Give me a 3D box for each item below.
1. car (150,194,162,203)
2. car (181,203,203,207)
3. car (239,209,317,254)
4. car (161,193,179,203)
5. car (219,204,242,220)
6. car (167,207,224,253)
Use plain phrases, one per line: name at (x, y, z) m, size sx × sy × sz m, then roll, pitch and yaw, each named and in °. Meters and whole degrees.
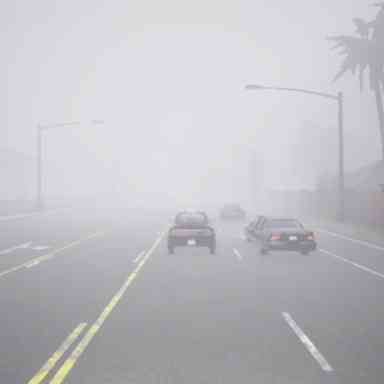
car at (-7.674, 1.366, 75.919) m, size 2.150 × 2.045 × 5.566 m, roll 0°, pitch 0°, yaw 17°
car at (-0.036, 1.671, 29.378) m, size 1.812 × 1.442 × 4.674 m, roll 0°, pitch 0°, yaw 0°
car at (3.481, 1.656, 13.998) m, size 2.033 × 1.411 × 5.357 m, roll 0°, pitch 0°, yaw 0°
car at (-4.455, 1.471, 74.506) m, size 2.097 × 1.767 × 4.553 m, roll 0°, pitch 0°, yaw 17°
car at (3.464, 1.706, 29.336) m, size 1.994 × 1.385 × 4.181 m, roll 0°, pitch 0°, yaw 0°
car at (-0.017, 1.607, 14.293) m, size 2.128 × 1.511 × 4.902 m, roll 0°, pitch 0°, yaw 0°
